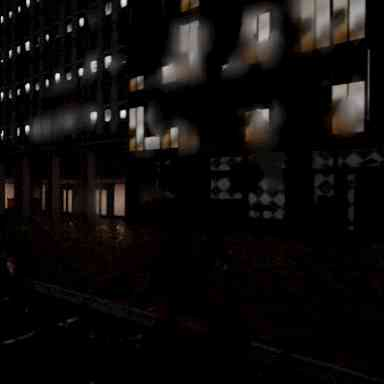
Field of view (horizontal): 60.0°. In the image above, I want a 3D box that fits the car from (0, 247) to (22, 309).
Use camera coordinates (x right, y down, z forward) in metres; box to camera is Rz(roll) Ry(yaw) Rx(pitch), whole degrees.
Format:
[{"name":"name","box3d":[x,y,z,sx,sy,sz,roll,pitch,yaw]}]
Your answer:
[{"name":"car","box3d":[-5.218,1.443,6.591,4.097,1.590,1.967,0,1,36]}]
